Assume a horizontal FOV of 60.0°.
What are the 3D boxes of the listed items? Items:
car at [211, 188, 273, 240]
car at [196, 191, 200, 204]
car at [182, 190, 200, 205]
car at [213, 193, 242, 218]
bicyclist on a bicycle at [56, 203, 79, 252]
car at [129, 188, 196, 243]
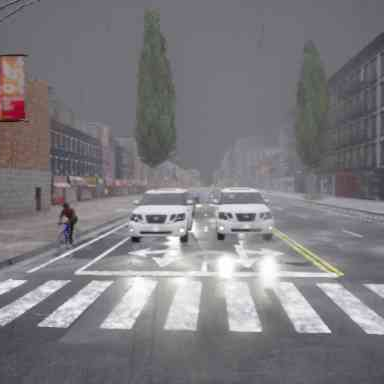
[{"bbox_3d":[2.126,0.853,14.979,2.150,2.045,5.566,0,1,3],"label":"car"},{"bbox_3d":[-0.740,0.930,24.254,2.128,1.511,4.902,0,1,2],"label":"car"},{"bbox_3d":[-0.097,0.566,39.514,1.882,1.535,5.008,0,1,3],"label":"car"},{"bbox_3d":[2.533,0.913,24.648,1.837,1.490,4.892,0,2,2],"label":"car"},{"bbox_3d":[-4.305,1.204,11.602,0.582,1.620,1.656,0,2,4],"label":"bicyclist on a bicycle"},{"bbox_3d":[-1.149,0.885,14.505,2.150,2.045,5.566,0,1,3],"label":"car"}]
